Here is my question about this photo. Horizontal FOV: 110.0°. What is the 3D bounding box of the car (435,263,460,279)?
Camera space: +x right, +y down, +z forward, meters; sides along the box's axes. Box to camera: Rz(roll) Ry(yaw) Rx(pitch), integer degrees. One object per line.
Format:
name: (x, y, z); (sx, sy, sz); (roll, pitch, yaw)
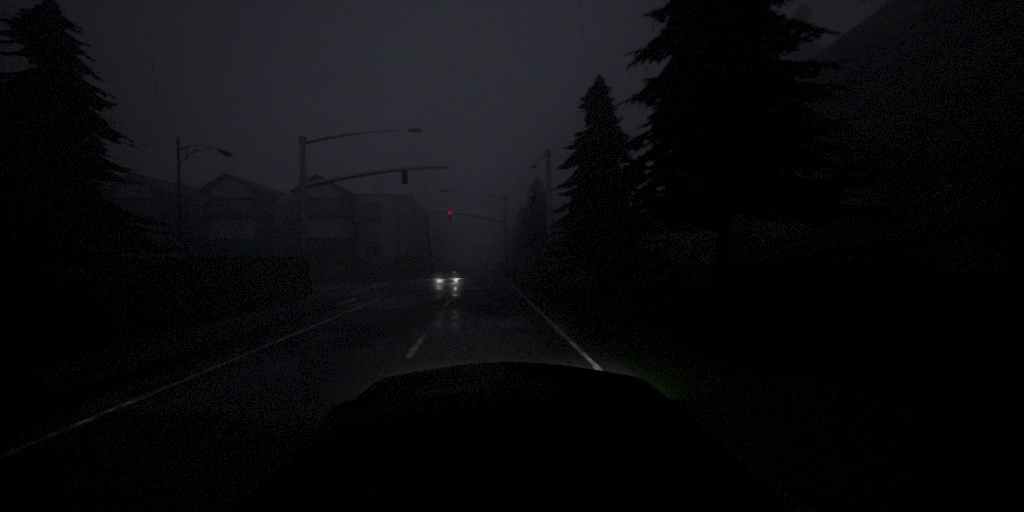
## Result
car: (-6.105, 1.388, 34.545); (1.812, 1.442, 4.674); (-1, 1, -5)
